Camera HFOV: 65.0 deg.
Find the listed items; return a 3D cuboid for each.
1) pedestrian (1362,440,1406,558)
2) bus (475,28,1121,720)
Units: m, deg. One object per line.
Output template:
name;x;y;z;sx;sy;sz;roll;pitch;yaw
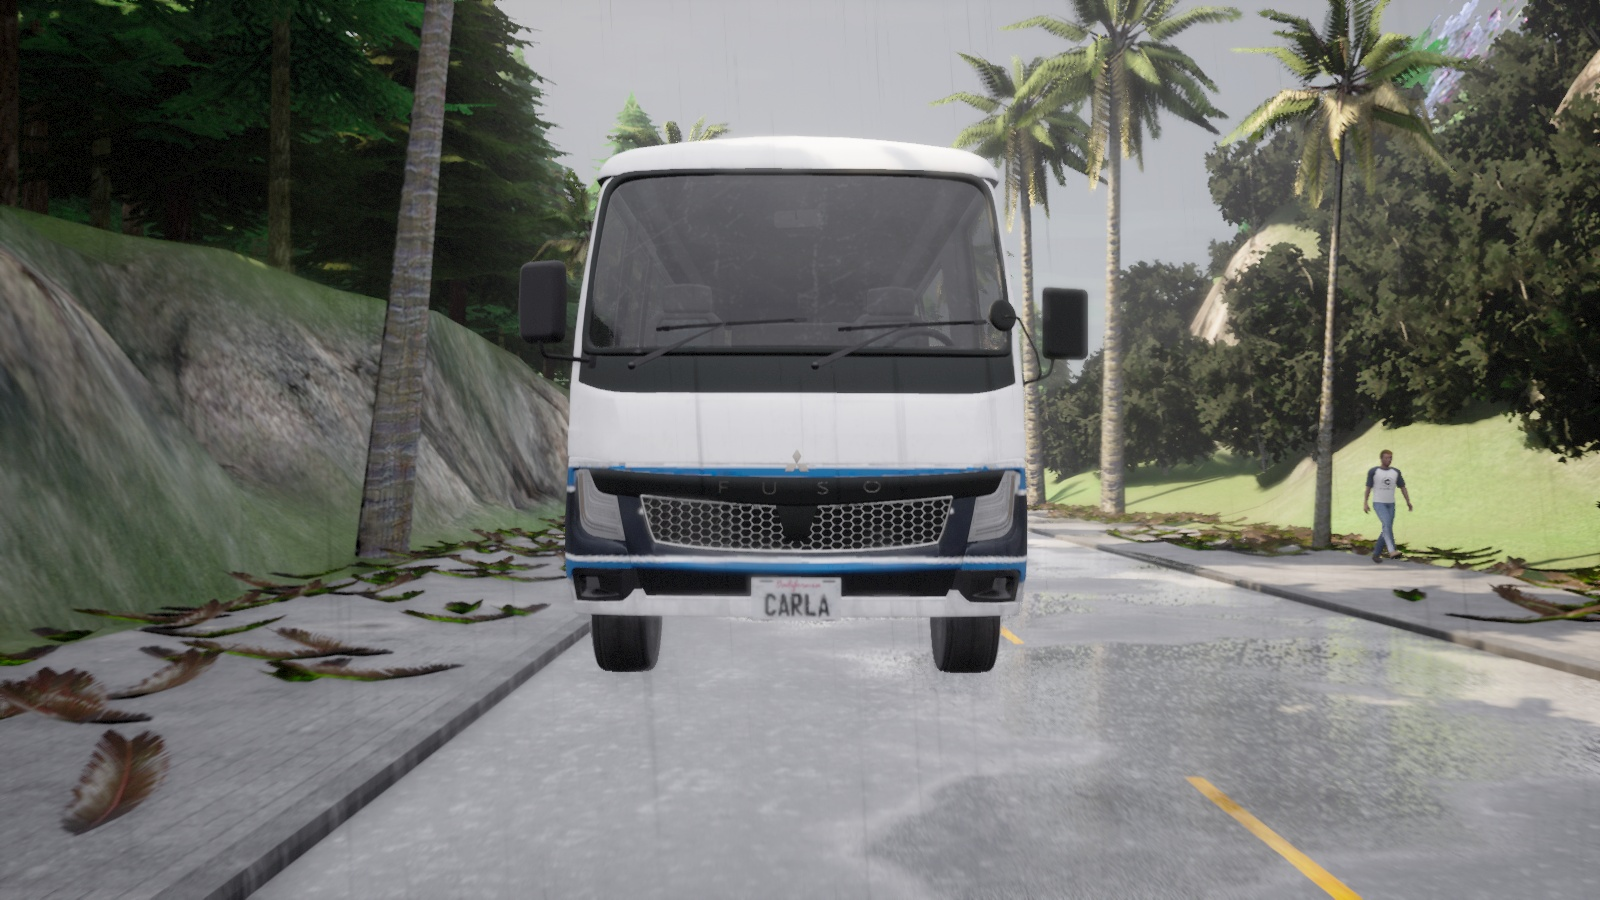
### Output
pedestrian;9.269;0.775;19.948;0.354;1.836;0.706;0;-1;0
bus;-0.033;-0.346;12.860;3.944;4.253;10.273;0;-2;0
